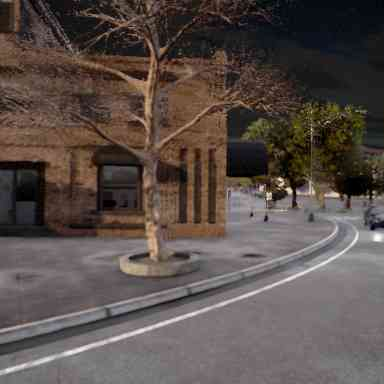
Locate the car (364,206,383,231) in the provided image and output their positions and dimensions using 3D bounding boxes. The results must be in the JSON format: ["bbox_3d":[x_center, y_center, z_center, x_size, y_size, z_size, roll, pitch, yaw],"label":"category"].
[{"bbox_3d":[12.133,1.605,21.117,2.033,1.411,5.357,0,0,22],"label":"car"}]
